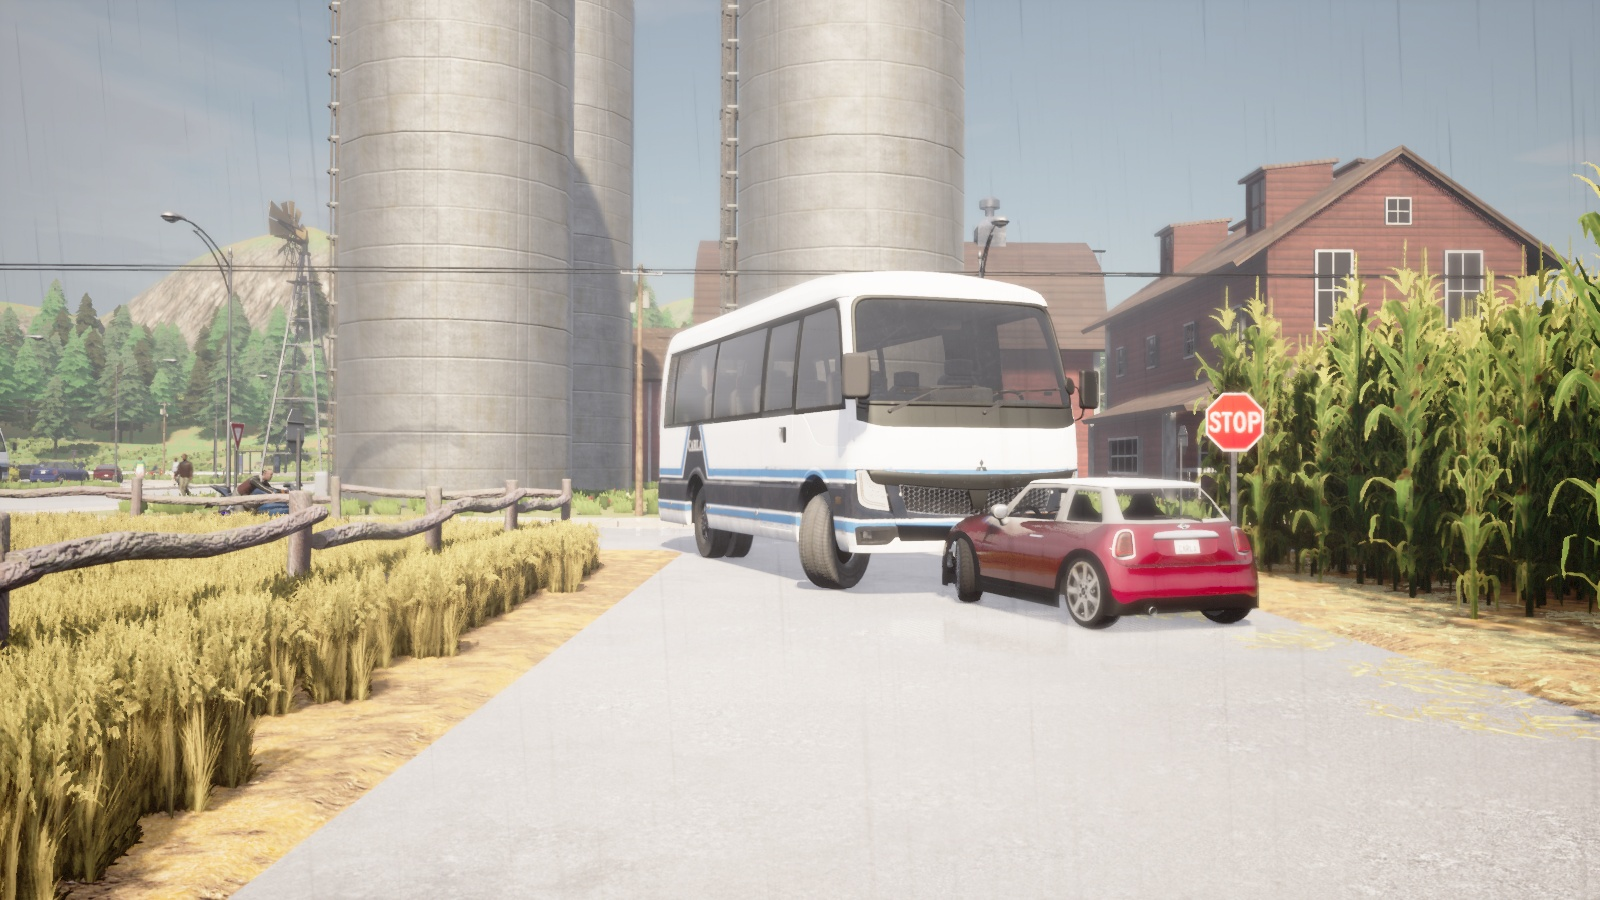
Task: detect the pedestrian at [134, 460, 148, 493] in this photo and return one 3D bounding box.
[{"bbox_3d":[-39.915,1.612,76.021,0.659,1.952,0.873,0,-1,-35],"label":"pedestrian"}]

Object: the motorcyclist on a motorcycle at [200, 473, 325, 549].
[{"bbox_3d":[-11.014,1.241,25.760,2.191,1.530,0.866,0,-1,0],"label":"motorcyclist on a motorcycle"}]

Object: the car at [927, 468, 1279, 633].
[{"bbox_3d":[3.133,0.968,13.826,1.970,1.475,3.806,0,0,-20],"label":"car"}]

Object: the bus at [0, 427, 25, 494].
[{"bbox_3d":[-52.512,0.639,76.736,3.944,4.253,10.273,0,-1,0],"label":"bus"}]

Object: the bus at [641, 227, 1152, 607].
[{"bbox_3d":[0.651,-0.301,19.528,3.944,4.253,10.273,0,-1,-20],"label":"bus"}]

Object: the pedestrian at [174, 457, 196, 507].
[{"bbox_3d":[-22.494,1.162,45.938,0.431,1.840,0.703,0,-1,3],"label":"pedestrian"}]
